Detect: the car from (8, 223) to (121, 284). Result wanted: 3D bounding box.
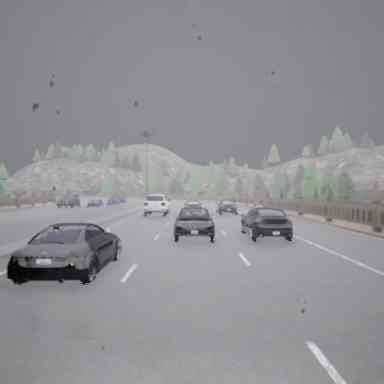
[{"bbox_3d":[-3.398,1.566,9.633,1.994,1.385,4.181,0,0,0],"label":"car"}]

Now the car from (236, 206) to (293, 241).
[{"bbox_3d":[3.603,1.512,16.653,1.837,1.490,4.892,0,0,0],"label":"car"}]

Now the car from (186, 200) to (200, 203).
[{"bbox_3d":[0.094,1.566,34.608,1.812,1.442,4.674,0,0,0],"label":"car"}]

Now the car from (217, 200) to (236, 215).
[{"bbox_3d":[3.594,1.567,34.744,1.812,1.442,4.674,0,0,0],"label":"car"}]

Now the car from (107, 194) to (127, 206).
[{"bbox_3d":[-10.892,1.306,48.690,2.150,2.045,5.566,0,0,-4],"label":"car"}]

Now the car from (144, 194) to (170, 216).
[{"bbox_3d":[-3.393,1.257,32.722,2.150,2.045,5.566,0,0,0],"label":"car"}]

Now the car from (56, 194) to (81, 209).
[{"bbox_3d":[-17.869,1.307,48.376,2.150,2.045,5.566,0,0,-4],"label":"car"}]

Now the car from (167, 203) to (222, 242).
[{"bbox_3d":[0.103,1.499,16.563,2.128,1.511,4.902,0,0,0],"label":"car"}]

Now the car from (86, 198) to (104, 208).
[{"bbox_3d":[-14.559,1.656,50.289,1.994,1.385,4.181,0,0,-5],"label":"car"}]
